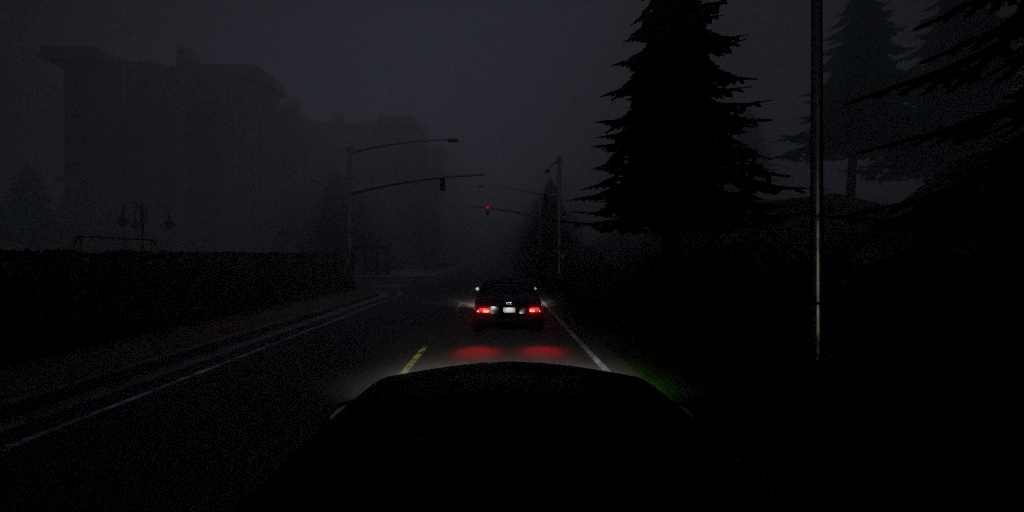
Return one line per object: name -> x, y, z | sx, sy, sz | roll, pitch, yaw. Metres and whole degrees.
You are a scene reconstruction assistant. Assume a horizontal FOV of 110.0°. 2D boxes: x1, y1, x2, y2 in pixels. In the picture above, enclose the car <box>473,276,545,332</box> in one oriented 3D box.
car -> -0.155, 1.297, 10.797 | 2.033, 1.411, 5.357 | 0, 0, -2
